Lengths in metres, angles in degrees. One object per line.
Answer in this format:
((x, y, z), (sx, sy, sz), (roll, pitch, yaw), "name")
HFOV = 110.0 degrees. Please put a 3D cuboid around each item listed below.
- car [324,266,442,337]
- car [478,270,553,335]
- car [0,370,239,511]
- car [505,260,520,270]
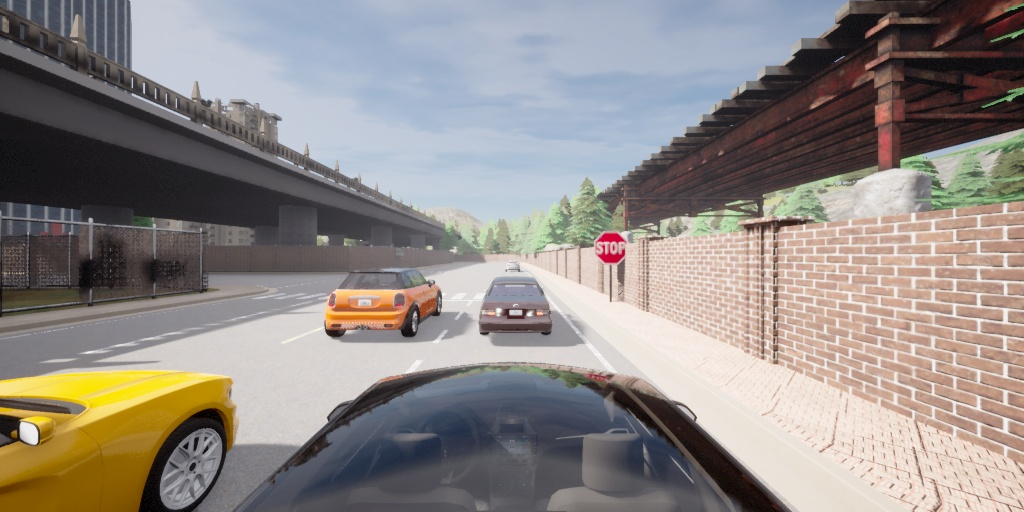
((-3.420, 1.102, 10.443), (2.097, 1.767, 4.553), (0, 0, 0), "car")
((0.081, 1.297, 10.464), (2.033, 1.411, 5.357), (0, 0, 0), "car")
((-3.398, 1.228, 1.186), (1.882, 1.535, 5.008), (0, 0, 0), "car")
((0.083, 1.276, 46.330), (1.812, 1.442, 4.674), (0, 0, -1), "car")
